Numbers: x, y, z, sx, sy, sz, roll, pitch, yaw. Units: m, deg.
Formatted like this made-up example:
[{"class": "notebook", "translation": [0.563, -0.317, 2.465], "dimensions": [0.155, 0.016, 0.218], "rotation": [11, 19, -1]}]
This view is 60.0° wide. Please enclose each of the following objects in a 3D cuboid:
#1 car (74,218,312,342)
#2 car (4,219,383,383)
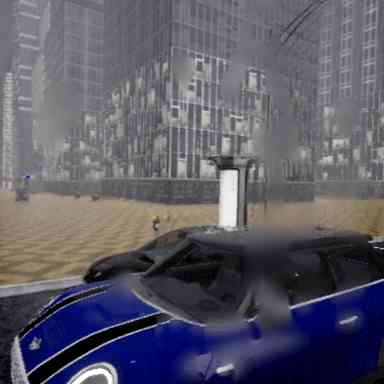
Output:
[{"class": "car", "translation": [0.134, 1.374, 6.562], "dimensions": [4.313, 1.339, 1.947], "rotation": [0, 2, -32]}, {"class": "car", "translation": [0.496, 1.246, 3.715], "dimensions": [4.553, 1.767, 2.097], "rotation": [0, 2, -32]}]
